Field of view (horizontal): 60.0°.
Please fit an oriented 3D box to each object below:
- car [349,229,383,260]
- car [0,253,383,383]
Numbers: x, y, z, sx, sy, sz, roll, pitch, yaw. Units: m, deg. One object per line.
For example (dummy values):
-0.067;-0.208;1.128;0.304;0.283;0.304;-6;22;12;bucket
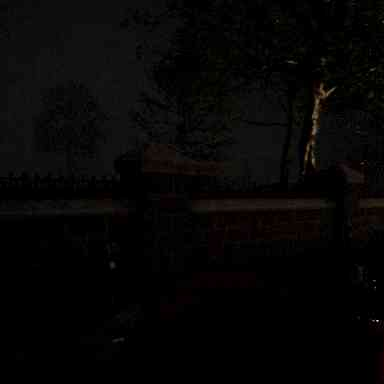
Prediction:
4.631;1.268;5.991;5.009;1.841;2.192;1;2;-37;car
0.105;1.448;2.636;4.507;1.381;1.887;1;2;-37;car
